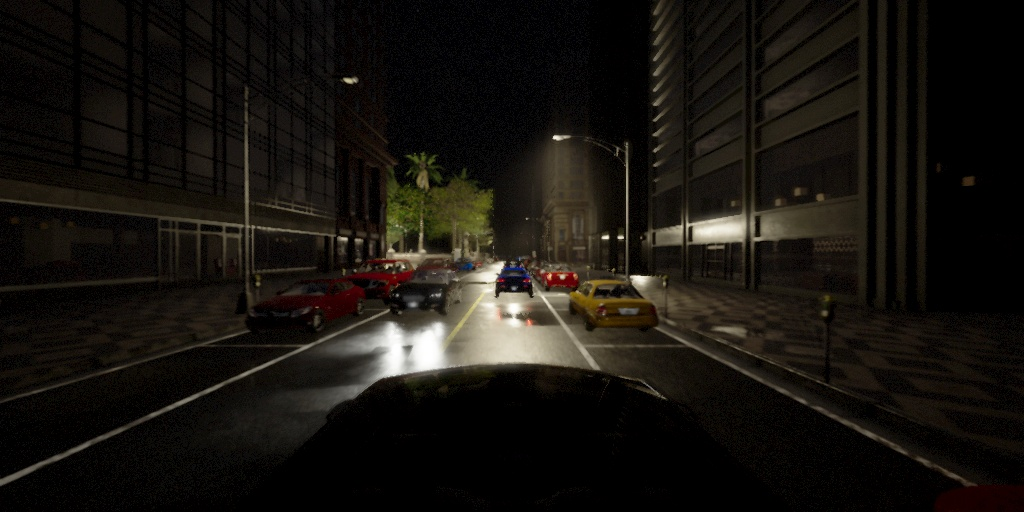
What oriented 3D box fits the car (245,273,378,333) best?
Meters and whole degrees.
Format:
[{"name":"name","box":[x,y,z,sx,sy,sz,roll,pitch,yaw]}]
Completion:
[{"name":"car","box":[-5.763,1.331,10.633,1.802,1.307,4.207,0,0,0]}]

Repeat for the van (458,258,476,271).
[{"name":"van","box":[-5.761,1.095,43.189,1.690,1.789,3.998,0,0,0]}]

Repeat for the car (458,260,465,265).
[{"name":"car","box":[-5.761,1.296,32.336,1.888,1.381,4.507,0,0,0]}]

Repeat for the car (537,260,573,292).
[{"name":"car","box":[2.763,1.188,21.473,1.967,1.591,4.097,0,0,0]}]

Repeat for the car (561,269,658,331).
[{"name":"car","box":[2.763,1.273,10.794,1.751,1.417,4.829,0,0,0]}]

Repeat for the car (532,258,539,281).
[{"name":"car","box":[2.763,1.189,26.898,1.967,1.591,4.097,0,0,0]}]

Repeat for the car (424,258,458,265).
[{"name":"car","box":[-5.762,1.064,26.911,2.192,1.841,5.009,0,0,0]}]

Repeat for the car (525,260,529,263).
[{"name":"car","box":[2.764,1.303,37.748,2.007,1.370,4.403,0,0,0]}]

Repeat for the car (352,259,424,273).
[{"name":"car","box":[-5.762,1.063,16.059,2.192,1.841,5.009,0,0,0]}]

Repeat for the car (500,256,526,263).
[{"name":"car","box":[0.101,1.105,39.353,2.097,1.767,4.553,0,0,0]}]

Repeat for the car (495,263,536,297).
[{"name":"car","box":[0.094,1.273,18.585,1.812,1.442,4.674,0,0,0]}]

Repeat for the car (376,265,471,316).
[{"name":"car","box":[-3.030,1.241,13.500,2.128,1.511,4.902,0,0,0]}]

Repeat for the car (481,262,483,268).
[{"name":"car","box":[-5.760,1.339,59.468,1.802,1.307,4.207,0,0,0]}]

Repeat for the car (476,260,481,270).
[{"name":"car","box":[-5.761,1.196,48.615,1.967,1.591,4.097,0,0,0]}]

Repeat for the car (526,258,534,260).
[{"name":"car","box":[2.764,1.279,43.343,1.751,1.417,4.829,0,0,0]}]

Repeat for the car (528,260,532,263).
[{"name":"car","box":[2.763,1.295,32.324,1.888,1.381,4.507,0,0,0]}]
